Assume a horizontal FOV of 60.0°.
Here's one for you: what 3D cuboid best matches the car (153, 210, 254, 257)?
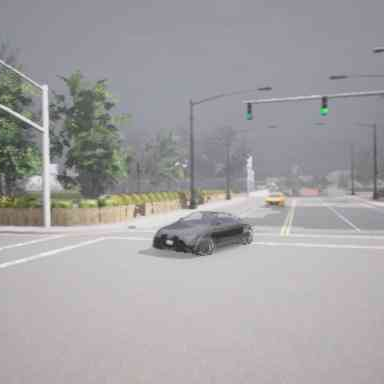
[{"bbox_3d":[0.553,1.402,12.324,1.994,1.385,4.181,1,2,40],"label":"car"}]

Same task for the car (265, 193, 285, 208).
[{"bbox_3d":[8.969,0.819,35.663,1.882,1.535,5.008,0,1,18],"label":"car"}]
